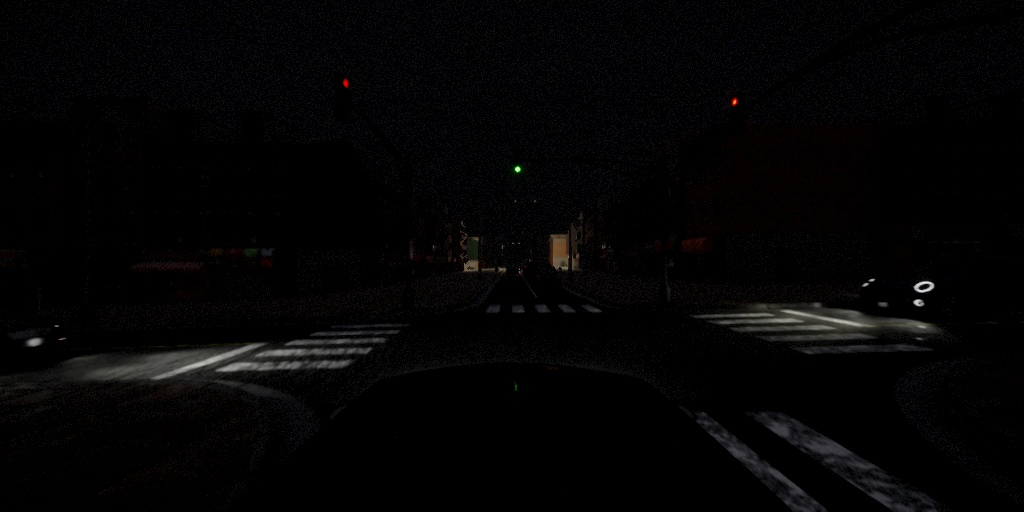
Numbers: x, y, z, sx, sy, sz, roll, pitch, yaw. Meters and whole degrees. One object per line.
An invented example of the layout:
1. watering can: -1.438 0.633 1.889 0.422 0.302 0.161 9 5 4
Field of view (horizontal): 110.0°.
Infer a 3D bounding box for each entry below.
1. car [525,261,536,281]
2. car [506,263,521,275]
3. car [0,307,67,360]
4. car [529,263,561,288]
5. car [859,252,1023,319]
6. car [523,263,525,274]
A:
1. car: 2.629 1.543 32.943 2.192 1.841 5.009 0 0 0
2. car: 0.085 2.097 56.145 1.882 1.535 5.008 0 -1 0
3. car: -12.724 1.673 7.715 4.902 1.511 2.128 -2 0 0
4. car: 2.630 1.581 27.543 1.967 1.591 4.097 0 0 0
5. car: 13.358 0.810 10.755 4.553 1.767 2.097 -1 0 1
6. car: 2.627 1.632 38.345 2.192 1.841 5.009 0 0 0
